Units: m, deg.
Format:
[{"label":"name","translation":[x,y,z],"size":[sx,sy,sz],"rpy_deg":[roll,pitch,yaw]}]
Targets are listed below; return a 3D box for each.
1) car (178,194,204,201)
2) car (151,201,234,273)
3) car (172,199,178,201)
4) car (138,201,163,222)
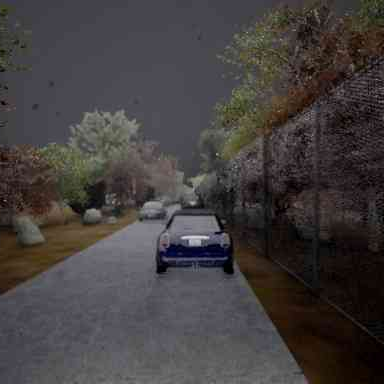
[{"label":"car","translation":[0.049,1.176,32.568],"size":[2.150,2.045,5.566],"rpy_deg":[-1,0,-1]},{"label":"car","translation":[0.080,1.324,10.725],"size":[2.097,1.767,4.553],"rpy_deg":[0,0,0]},{"label":"car","translation":[-3.088,2.000,66.753],"size":[1.895,1.301,4.718],"rpy_deg":[0,-1,0]},{"label":"car","translation":[-2.904,1.451,25.442],"size":[1.837,1.490,4.892],"rpy_deg":[0,0,0]}]
